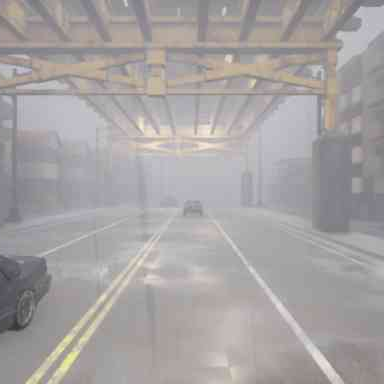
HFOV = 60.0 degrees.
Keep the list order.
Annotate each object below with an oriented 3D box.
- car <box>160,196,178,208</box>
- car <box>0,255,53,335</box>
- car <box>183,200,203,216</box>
[{"bbox_3d":[-3.191,1.349,46.217,1.882,1.535,5.008,0,0,6],"label":"car"},{"bbox_3d":[-3.601,1.542,4.115,2.033,1.411,5.357,0,0,0],"label":"car"},{"bbox_3d":[0.099,1.461,31.859,2.033,1.411,5.357,0,0,0],"label":"car"}]
